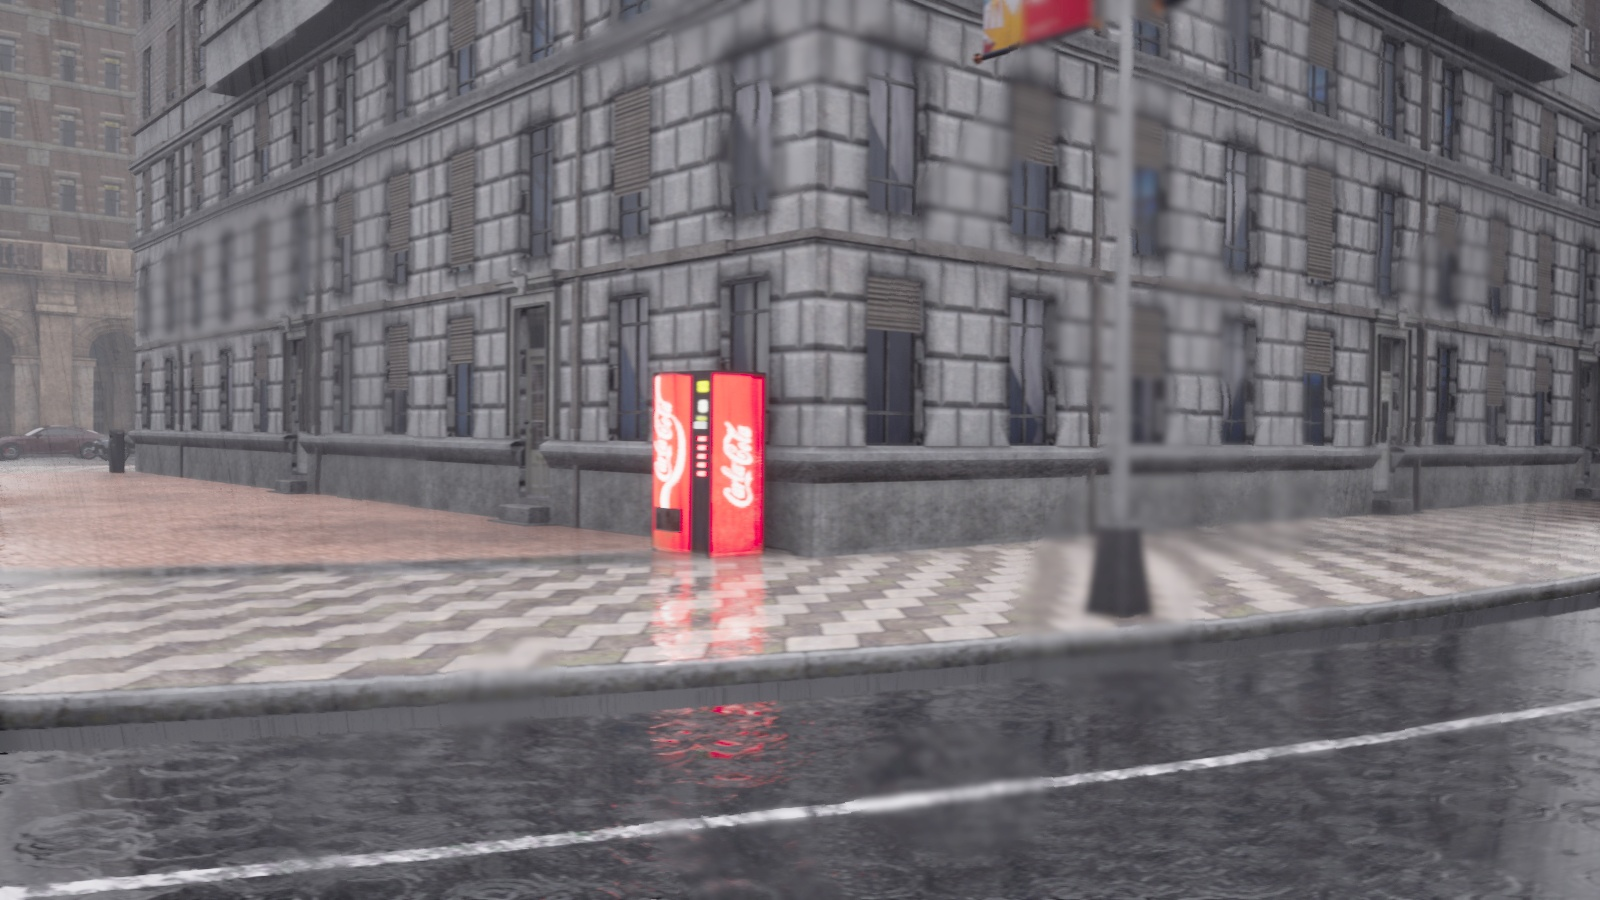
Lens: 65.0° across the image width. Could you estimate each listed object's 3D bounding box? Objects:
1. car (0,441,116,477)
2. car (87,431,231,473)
[{"bbox_3d":[-31.910,0.362,53.415,4.674,1.442,1.812,-1,1,-40],"label":"car"},{"bbox_3d":[-27.010,0.067,52.969,5.027,1.651,2.152,-1,1,-40],"label":"car"}]
